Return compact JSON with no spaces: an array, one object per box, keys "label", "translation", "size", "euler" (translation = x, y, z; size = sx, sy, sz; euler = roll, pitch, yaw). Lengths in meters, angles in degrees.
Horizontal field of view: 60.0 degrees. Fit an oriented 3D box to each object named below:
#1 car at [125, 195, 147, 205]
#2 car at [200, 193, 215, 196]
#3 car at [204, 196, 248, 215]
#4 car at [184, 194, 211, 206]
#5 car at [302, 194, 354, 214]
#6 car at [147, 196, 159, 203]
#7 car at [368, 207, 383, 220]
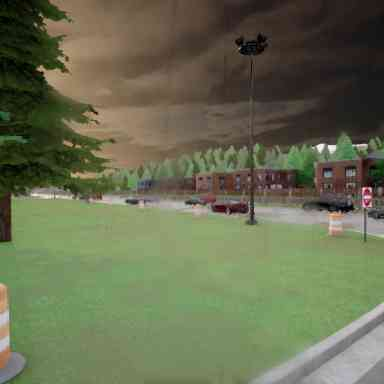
[{"label":"car","translation":[-10.178,1.351,58.001],"size":[2.097,1.767,4.553],"euler":[0,0,-29]},{"label":"car","translation":[2.102,1.225,57.622],"size":[2.150,2.045,5.566],"euler":[0,0,-29]},{"label":"car","translation":[3.583,1.477,33.689],"size":[1.882,1.535,5.008],"euler":[0,0,-30]},{"label":"car","translation":[0.457,1.490,53.421],"size":[2.128,1.511,4.902],"euler":[0,0,-30]},{"label":"car","translation":[14.510,1.221,35.699],"size":[2.150,2.045,5.566],"euler":[0,0,-30]},{"label":"car","translation":[-8.469,1.563,69.192],"size":[1.994,1.385,4.181],"euler":[0,0,-30]},{"label":"car","translation":[16.036,1.564,25.897],"size":[1.994,1.385,4.181],"euler":[0,0,-30]}]
